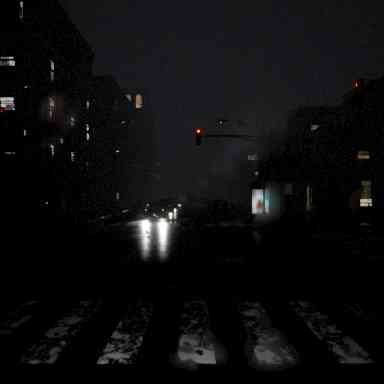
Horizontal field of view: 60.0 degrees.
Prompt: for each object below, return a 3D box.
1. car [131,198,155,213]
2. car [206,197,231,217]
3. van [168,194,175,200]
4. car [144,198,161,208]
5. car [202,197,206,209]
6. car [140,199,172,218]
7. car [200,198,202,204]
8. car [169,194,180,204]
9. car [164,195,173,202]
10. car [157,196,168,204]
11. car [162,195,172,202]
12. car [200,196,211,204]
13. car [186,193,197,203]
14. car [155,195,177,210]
[{"bbox_3d":[-5.759,1.561,37.523,2.008,1.369,4.403,0,0,0],"label":"car"},{"bbox_3d":[2.630,1.446,31.852,1.967,1.590,4.097,0,0,0],"label":"car"},{"bbox_3d":[-5.858,1.430,94.489,1.690,1.788,3.998,-1,0,0],"label":"van"},{"bbox_3d":[-5.778,1.571,48.916,2.008,1.369,4.403,0,0,0],"label":"car"},{"bbox_3d":[2.612,1.597,43.246,1.802,1.307,4.206,0,0,0],"label":"car"},{"bbox_3d":[-3.149,1.605,30.134,1.895,1.301,4.718,0,0,0],"label":"car"},{"bbox_3d":[2.602,1.571,48.943,2.008,1.369,4.403,0,0,0],"label":"car"},{"bbox_3d":[-3.176,1.526,49.970,1.837,1.490,4.892,0,0,0],"label":"car"},{"bbox_3d":[-5.836,1.592,82.925,1.752,1.417,4.829,-1,0,0],"label":"car"},{"bbox_3d":[-5.807,1.565,65.836,1.752,1.417,4.829,0,0,0],"label":"car"},{"bbox_3d":[-5.828,1.497,77.398,1.967,1.590,4.097,0,0,0],"label":"car"},{"bbox_3d":[2.573,1.591,66.033,2.008,1.369,4.403,-1,0,0],"label":"car"},{"bbox_3d":[-0.029,1.269,70.661,2.150,2.045,5.566,0,0,0],"label":"car"},{"bbox_3d":[-3.164,1.489,39.563,1.882,1.535,5.008,0,0,0],"label":"car"}]
